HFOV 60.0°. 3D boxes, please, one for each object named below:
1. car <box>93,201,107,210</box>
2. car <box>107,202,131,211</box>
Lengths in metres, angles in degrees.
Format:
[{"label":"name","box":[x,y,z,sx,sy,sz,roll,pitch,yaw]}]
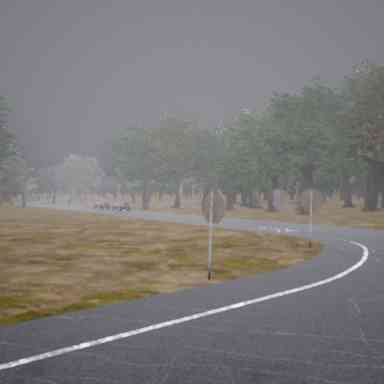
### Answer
[{"label":"car","box":[-16.310,2.440,59.849,1.837,1.490,4.892,3,-2,-34]},{"label":"car","box":[-11.351,2.297,52.716,1.837,1.490,4.892,3,-2,-34]}]
